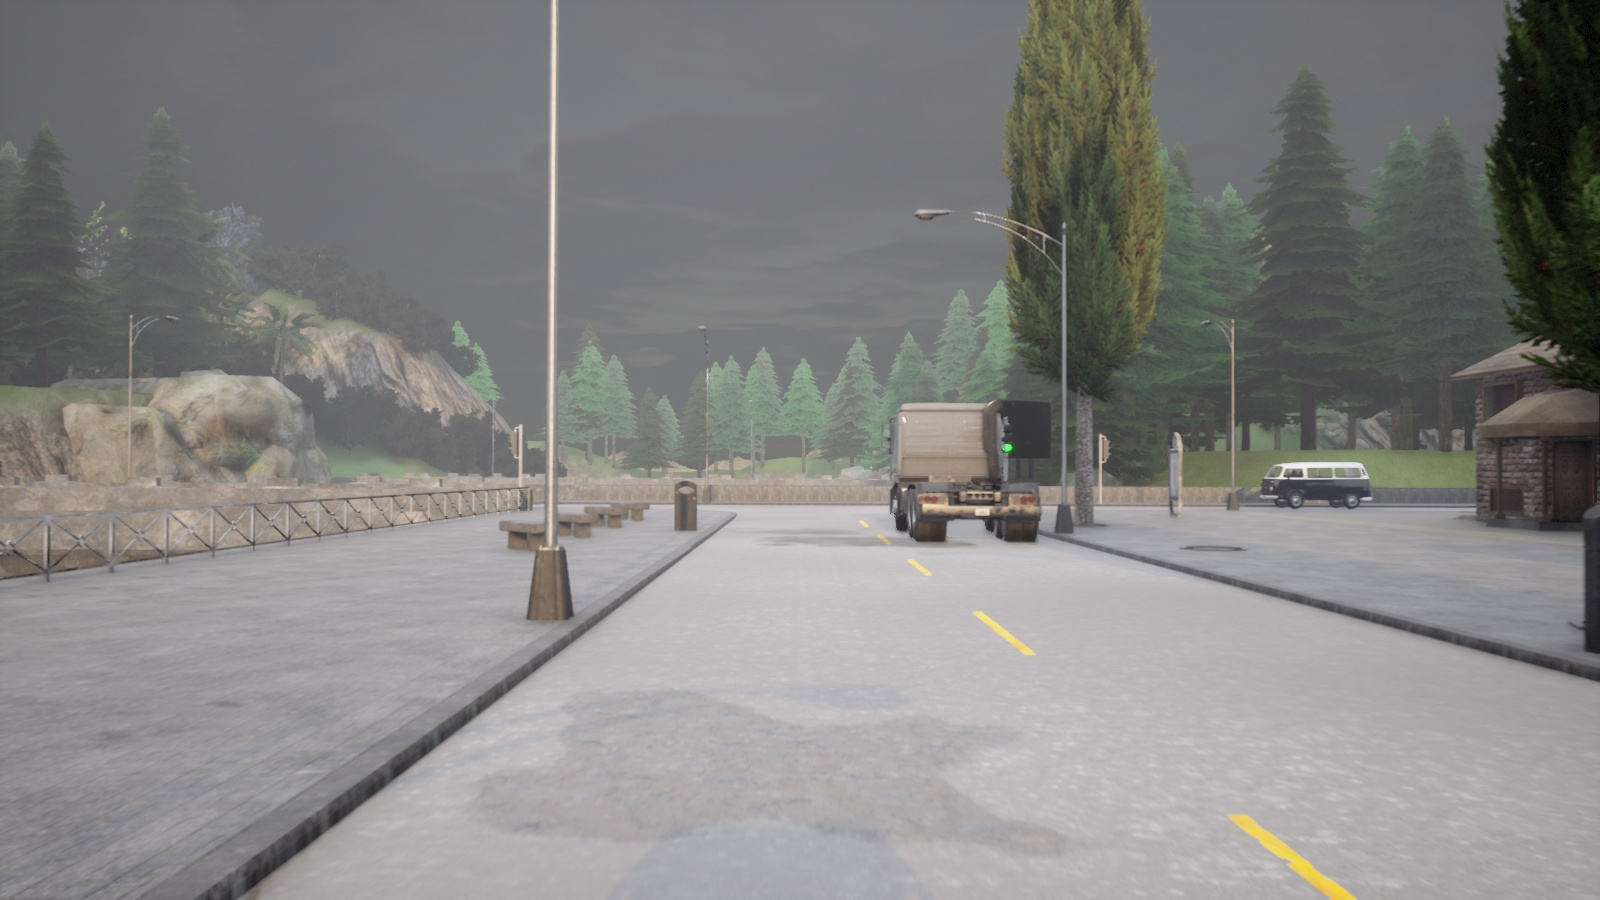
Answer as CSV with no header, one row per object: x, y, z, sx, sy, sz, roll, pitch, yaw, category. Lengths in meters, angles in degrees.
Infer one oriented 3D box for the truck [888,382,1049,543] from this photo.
3.914,0.338,31.110,2.891,3.462,7.936,0,-1,0,truck

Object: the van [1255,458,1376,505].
22.709,1.375,55.425,4.480,2.038,2.069,0,-1,0,van
